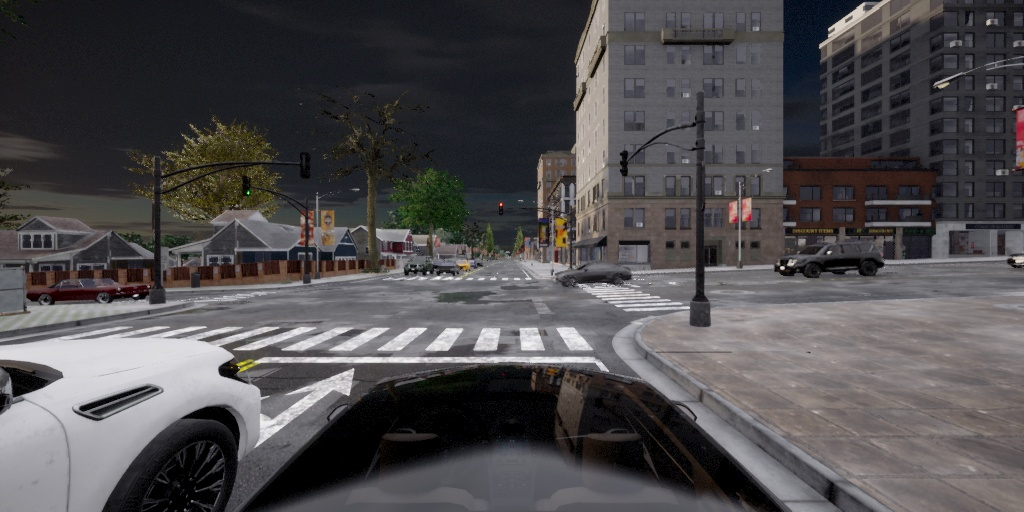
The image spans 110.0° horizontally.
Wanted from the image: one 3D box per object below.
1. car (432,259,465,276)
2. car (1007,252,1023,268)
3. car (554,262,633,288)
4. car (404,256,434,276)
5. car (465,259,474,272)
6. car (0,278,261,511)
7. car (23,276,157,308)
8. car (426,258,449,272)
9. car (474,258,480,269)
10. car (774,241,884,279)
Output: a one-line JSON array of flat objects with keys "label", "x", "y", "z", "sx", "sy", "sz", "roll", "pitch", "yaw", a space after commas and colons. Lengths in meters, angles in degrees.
[{"label": "car", "x": -6.640, "y": 1.316, "z": 37.906, "sx": 2.033, "sy": 1.411, "sz": 5.357, "roll": 0, "pitch": 0, "yaw": 0}, {"label": "car", "x": 33.558, "y": -0.018, "z": 21.970, "sx": 4.902, "sy": 1.511, "sz": 2.128, "roll": -2, "pitch": 0, "yaw": 0}, {"label": "car", "x": 4.908, "y": 1.101, "z": 21.844, "sx": 4.674, "sy": 1.442, "sz": 1.812, "roll": -2, "pitch": 0, "yaw": -1}, {"label": "car", "x": -9.887, "y": 0.990, "z": 38.598, "sx": 2.150, "sy": 2.045, "sz": 5.566, "roll": 0, "pitch": 0, "yaw": 0}, {"label": "car", "x": -6.651, "y": 1.261, "z": 47.697, "sx": 1.882, "sy": 1.535, "sz": 5.008, "roll": 0, "pitch": 0, "yaw": 0}, {"label": "car", "x": -3.145, "y": 0.972, "z": 0.564, "sx": 2.150, "sy": 2.045, "sz": 5.566, "roll": 0, "pitch": 0, "yaw": 0}, {"label": "car", "x": -21.644, "y": 1.807, "z": 18.537, "sx": 4.718, "sy": 1.301, "sz": 1.895, "roll": -2, "pitch": 0, "yaw": 0}, {"label": "car", "x": -9.899, "y": 1.136, "z": 48.070, "sx": 2.097, "sy": 1.767, "sz": 4.553, "roll": 0, "pitch": 0, "yaw": 0}, {"label": "car", "x": -6.654, "y": 1.336, "z": 57.871, "sx": 1.812, "sy": 1.442, "sz": 4.674, "roll": 0, "pitch": 0, "yaw": 0}, {"label": "car", "x": 19.274, "y": 0.237, "z": 21.923, "sx": 5.566, "sy": 2.045, "sz": 2.150, "roll": -3, "pitch": 0, "yaw": 0}]
